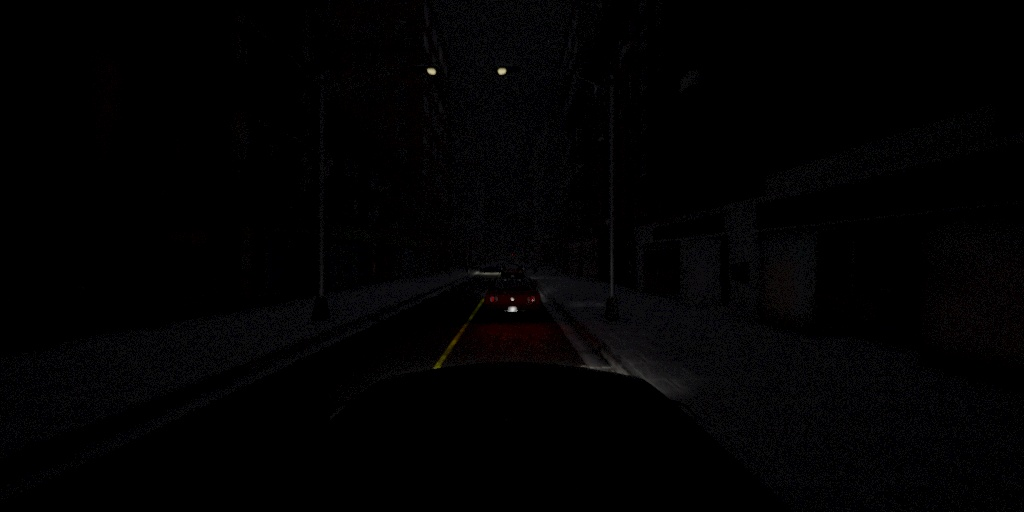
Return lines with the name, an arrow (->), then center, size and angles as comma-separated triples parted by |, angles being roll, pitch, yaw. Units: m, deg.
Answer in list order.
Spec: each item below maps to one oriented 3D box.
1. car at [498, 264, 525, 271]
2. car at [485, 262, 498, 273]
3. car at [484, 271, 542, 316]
car -> 0.056, 1.424, 30.533 | 1.882, 1.535, 5.008 | 0, 0, 0
car -> -2.801, 1.570, 51.833 | 1.882, 1.535, 5.008 | 0, -1, 1
car -> 0.042, 1.432, 13.727 | 1.895, 1.301, 4.718 | 0, 0, 1
